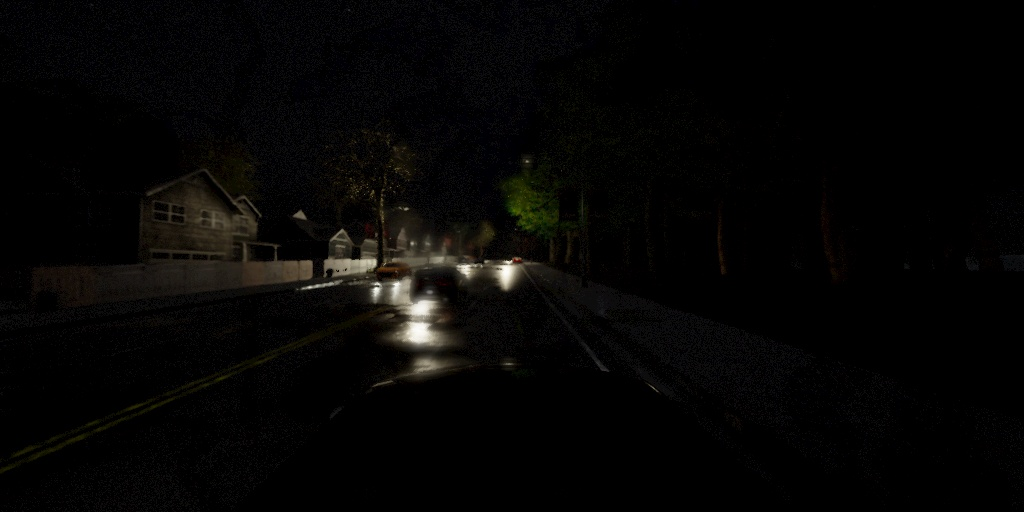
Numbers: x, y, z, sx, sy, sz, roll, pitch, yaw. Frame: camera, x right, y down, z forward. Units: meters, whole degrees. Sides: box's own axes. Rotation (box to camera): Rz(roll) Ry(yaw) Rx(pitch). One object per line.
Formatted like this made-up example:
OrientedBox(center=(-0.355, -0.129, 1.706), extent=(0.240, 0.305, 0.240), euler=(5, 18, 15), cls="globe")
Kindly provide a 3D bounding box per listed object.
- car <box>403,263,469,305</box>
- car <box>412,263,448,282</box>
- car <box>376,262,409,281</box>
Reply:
OrientedBox(center=(-3.149, 1.240, 16.218), extent=(1.882, 1.535, 5.008), euler=(0, 0, 0), cls="car")
OrientedBox(center=(-6.595, 1.307, 29.347), extent=(1.994, 1.385, 4.181), euler=(0, 0, 0), cls="car")
OrientedBox(center=(-9.843, 1.217, 30.373), extent=(1.882, 1.535, 5.008), euler=(0, 0, 0), cls="car")
